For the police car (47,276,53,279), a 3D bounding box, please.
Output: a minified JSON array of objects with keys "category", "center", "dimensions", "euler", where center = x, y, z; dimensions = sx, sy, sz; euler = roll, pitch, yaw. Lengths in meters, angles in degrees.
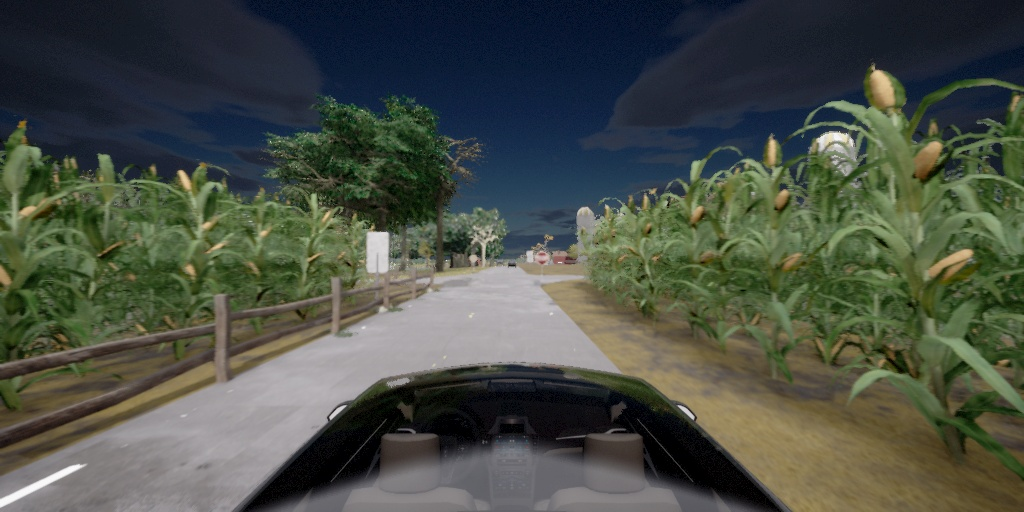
[{"category":"police car","center":[-41.735,2.066,32.651],"dimensions":[5.238,1.638,1.930],"euler":[-1,-1,0]}]
